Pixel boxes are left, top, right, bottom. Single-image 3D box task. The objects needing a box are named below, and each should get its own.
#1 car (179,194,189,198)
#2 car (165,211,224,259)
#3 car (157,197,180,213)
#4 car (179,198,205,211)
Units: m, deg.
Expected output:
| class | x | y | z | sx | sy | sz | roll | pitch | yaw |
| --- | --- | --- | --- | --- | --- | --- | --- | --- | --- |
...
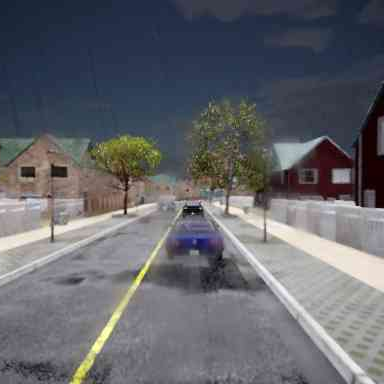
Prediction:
| class | x | y | z | sx | sy | sz | roll | pitch | yaw |
| --- | --- | --- | --- | --- | --- | --- | --- | --- | --- |
| car | -1.847 | 1.351 | 80.203 | 2.150 | 2.045 | 5.566 | 0 | -1 | 5 |
| car | 0.092 | 1.613 | 12.616 | 1.895 | 1.301 | 4.718 | 0 | 0 | 0 |
| car | -2.844 | 1.579 | 37.636 | 2.128 | 1.511 | 4.902 | 0 | 0 | 0 |
| car | 0.093 | 1.542 | 29.336 | 2.128 | 1.511 | 4.902 | 0 | 0 | 0 |
